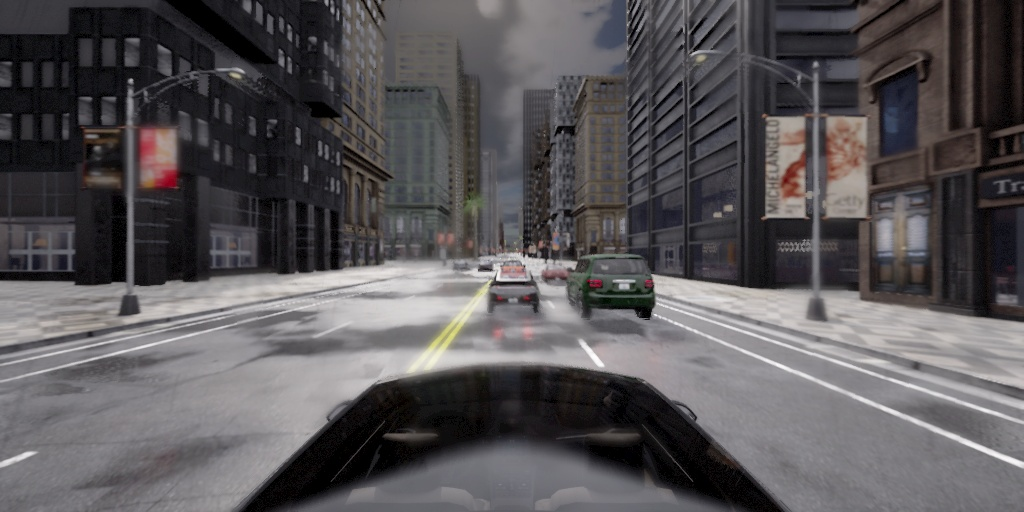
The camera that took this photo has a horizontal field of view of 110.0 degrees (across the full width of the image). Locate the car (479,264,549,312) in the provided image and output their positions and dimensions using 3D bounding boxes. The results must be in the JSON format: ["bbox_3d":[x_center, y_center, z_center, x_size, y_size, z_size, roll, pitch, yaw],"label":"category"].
[{"bbox_3d":[0.071,1.249,14.153,2.128,1.511,4.902,0,0,0],"label":"car"}]

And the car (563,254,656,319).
[{"bbox_3d":[3.300,0.976,12.868,2.150,2.045,5.566,0,0,2],"label":"car"}]

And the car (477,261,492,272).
[{"bbox_3d":[-3.353,1.304,46.065,2.033,1.411,5.357,0,0,0],"label":"car"}]

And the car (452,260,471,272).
[{"bbox_3d":[-6.591,1.280,47.020,1.812,1.442,4.674,0,0,0],"label":"car"}]

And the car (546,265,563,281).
[{"bbox_3d":[3.313,1.365,27.786,1.895,1.301,4.718,0,0,0],"label":"car"}]

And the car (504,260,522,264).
[{"bbox_3d":[0.067,1.115,28.914,2.097,1.767,4.553,0,0,0],"label":"car"}]
